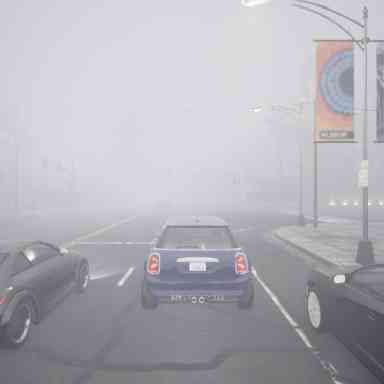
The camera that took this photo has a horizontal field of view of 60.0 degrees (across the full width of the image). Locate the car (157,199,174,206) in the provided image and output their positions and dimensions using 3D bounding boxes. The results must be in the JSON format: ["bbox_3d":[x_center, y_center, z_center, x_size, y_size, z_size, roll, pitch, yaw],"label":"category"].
[{"bbox_3d":[-3.404,1.547,42.492,2.033,1.411,5.357,0,0,0],"label":"car"}]

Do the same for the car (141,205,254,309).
[{"bbox_3d":[0.099,1.352,8.044,2.097,1.767,4.553,0,0,0],"label":"car"}]

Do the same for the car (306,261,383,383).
[{"bbox_3d":[2.900,1.480,3.761,2.097,1.535,5.008,0,0,0],"label":"car"}]

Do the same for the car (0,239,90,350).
[{"bbox_3d":[-3.401,1.564,6.224,1.994,1.385,4.181,0,0,0],"label":"car"}]
